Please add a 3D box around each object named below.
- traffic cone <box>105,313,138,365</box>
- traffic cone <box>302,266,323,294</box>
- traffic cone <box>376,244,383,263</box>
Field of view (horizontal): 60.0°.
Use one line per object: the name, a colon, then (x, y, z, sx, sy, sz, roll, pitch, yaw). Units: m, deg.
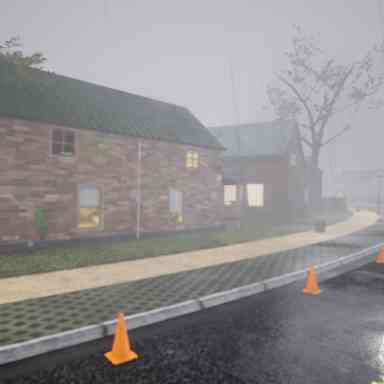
traffic cone: (-0.971, 1.966, 4.573, 0.340, 0.580, 0.340, 0, 0, -38)
traffic cone: (2.768, 1.990, 7.646, 0.340, 0.580, 0.340, 0, 0, -41)
traffic cone: (6.297, 2.013, 10.955, 0.340, 0.580, 0.340, 0, 0, 45)
